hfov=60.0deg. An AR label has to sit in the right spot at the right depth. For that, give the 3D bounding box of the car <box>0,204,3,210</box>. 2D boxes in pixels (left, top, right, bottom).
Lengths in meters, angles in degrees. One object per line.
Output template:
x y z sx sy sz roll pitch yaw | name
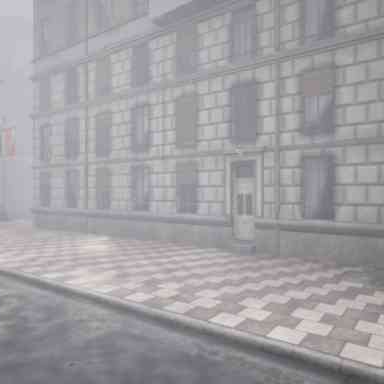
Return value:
-21.657 1.478 32.730 1.882 1.535 5.008 0 0 36 | car

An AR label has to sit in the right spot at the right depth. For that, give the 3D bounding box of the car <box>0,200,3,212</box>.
-23.473 1.601 36.180 1.895 1.301 4.718 0 0 36 | car
